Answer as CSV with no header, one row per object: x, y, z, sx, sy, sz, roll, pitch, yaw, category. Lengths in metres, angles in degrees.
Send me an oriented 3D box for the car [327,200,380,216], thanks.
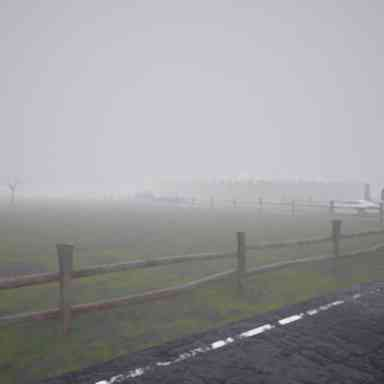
14.831,1.418,30.612,1.812,1.442,4.674,1,0,-36,car

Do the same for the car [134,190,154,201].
-9.117,0.690,63.945,2.150,2.045,5.566,1,0,-36,car

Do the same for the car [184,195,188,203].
-2.605,1.089,54.951,1.837,1.490,4.892,1,0,-35,car

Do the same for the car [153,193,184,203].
-3.709,1.165,51.588,1.895,1.301,4.718,1,0,-35,car
